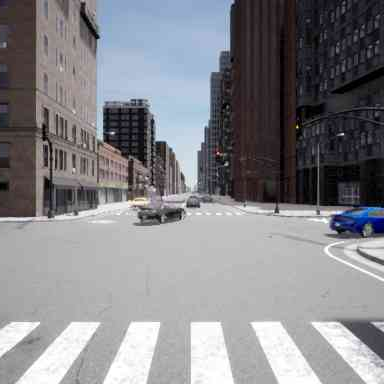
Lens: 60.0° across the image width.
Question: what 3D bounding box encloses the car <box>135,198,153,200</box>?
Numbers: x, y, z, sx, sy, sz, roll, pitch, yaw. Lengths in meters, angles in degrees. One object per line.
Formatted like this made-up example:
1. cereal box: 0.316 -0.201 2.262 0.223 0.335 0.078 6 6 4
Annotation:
1. car: -6.521 1.486 42.196 1.882 1.535 5.008 0 0 0

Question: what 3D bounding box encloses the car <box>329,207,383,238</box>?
1. car: 9.847 1.566 17.994 5.008 1.535 1.882 1 -1 -19

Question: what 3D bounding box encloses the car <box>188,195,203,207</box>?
1. car: 0.176 1.574 50.349 1.994 1.385 4.181 0 0 0

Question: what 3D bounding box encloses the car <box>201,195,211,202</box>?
1. car: 3.398 1.500 81.384 2.128 1.511 4.902 0 0 0

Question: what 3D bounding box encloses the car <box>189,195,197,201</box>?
1. car: 0.150 1.483 82.213 1.882 1.535 5.008 0 0 0

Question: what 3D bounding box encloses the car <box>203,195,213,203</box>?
1. car: 3.379 1.532 70.964 2.128 1.511 4.902 0 0 0

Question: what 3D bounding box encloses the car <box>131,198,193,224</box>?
1. car: -2.177 1.495 24.941 2.128 1.511 4.902 0 0 26

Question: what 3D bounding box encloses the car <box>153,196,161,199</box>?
1. car: -6.490 1.574 51.446 1.994 1.385 4.181 0 0 1
